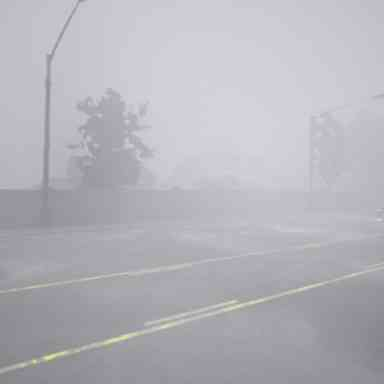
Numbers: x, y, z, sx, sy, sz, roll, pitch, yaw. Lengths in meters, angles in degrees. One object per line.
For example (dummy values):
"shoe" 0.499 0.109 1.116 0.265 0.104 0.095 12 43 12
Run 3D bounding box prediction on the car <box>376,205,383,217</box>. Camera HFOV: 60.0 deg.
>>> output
"car" 18.647 1.526 30.178 4.892 1.490 1.837 0 0 -35
